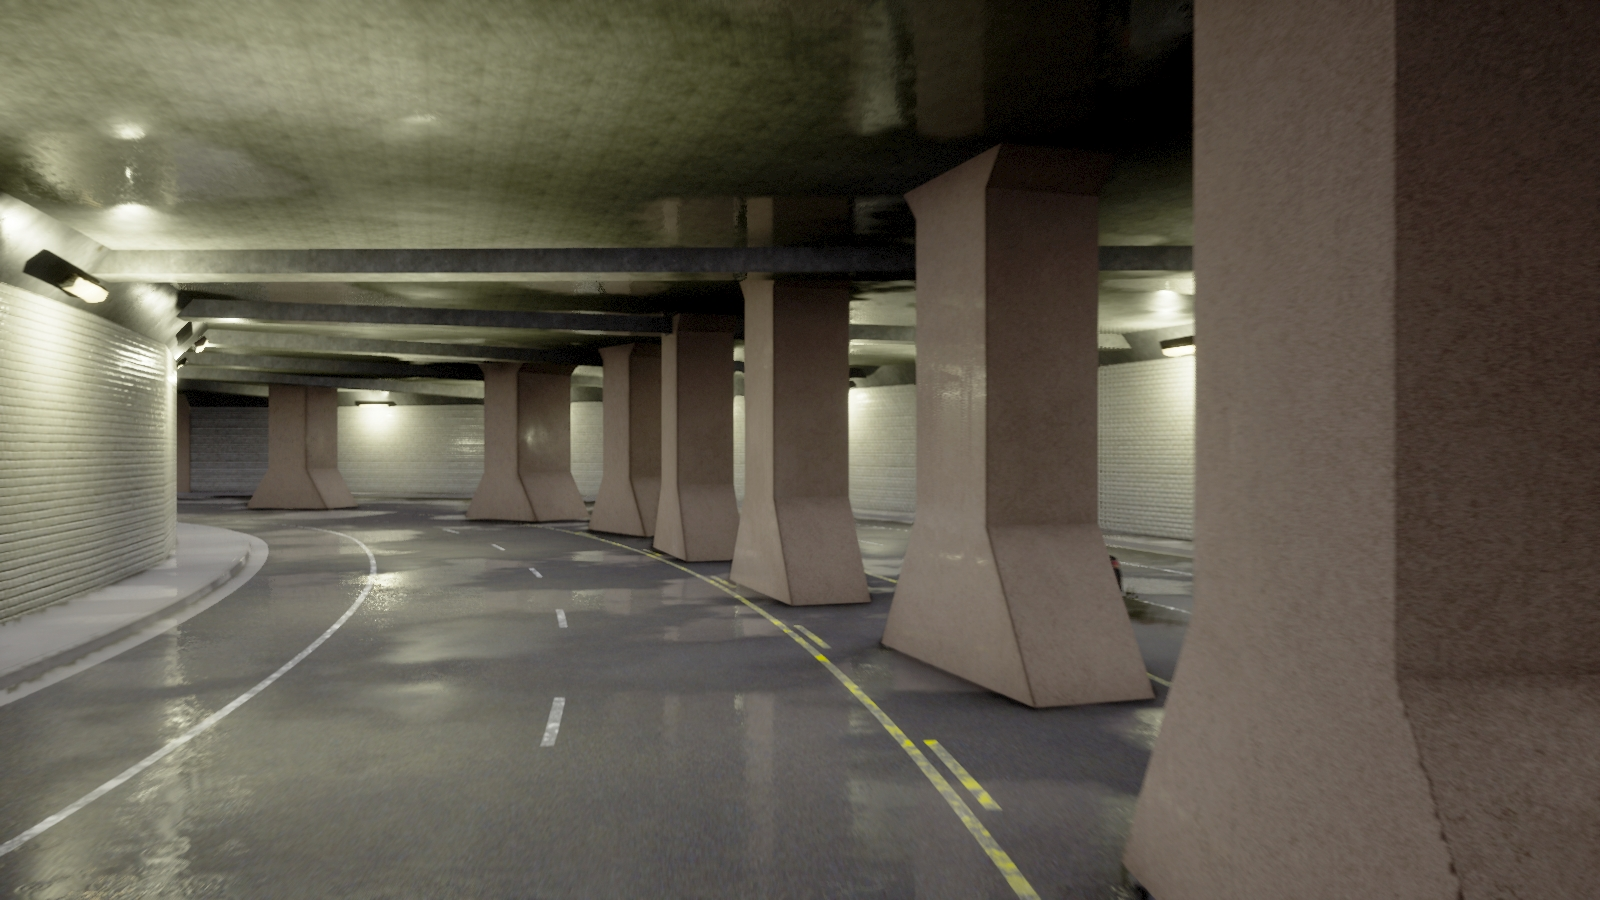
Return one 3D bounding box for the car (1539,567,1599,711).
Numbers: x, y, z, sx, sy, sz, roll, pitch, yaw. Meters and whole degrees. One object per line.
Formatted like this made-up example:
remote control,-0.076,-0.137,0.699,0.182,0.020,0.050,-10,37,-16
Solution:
car,9.752,2.079,10.930,2.002,1.442,4.674,0,0,-6
